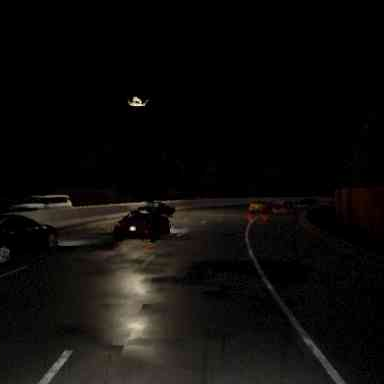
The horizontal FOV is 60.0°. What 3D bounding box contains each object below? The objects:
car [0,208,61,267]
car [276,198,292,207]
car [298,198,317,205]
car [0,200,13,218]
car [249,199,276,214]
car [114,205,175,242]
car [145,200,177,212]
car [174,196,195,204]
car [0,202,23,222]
[{"bbox_3d":[-6.450,1.519,11.479,1.837,1.490,4.892,0,0,4],"label":"car"},{"bbox_3d":[14.230,1.590,51.995,1.812,1.442,4.674,0,0,33],"label":"car"},{"bbox_3d":[21.644,1.680,61.901,1.895,1.301,4.718,0,0,42],"label":"car"},{"bbox_3d":[-18.046,1.513,28.582,1.882,1.535,5.008,0,0,14],"label":"car"},{"bbox_3d":[7.552,1.501,36.309,1.801,1.575,5.366,0,0,22],"label":"car"},{"bbox_3d":[-2.341,1.584,16.592,1.994,1.385,4.181,0,0,7],"label":"car"},{"bbox_3d":[-3.141,1.584,29.863,2.033,1.411,5.357,0,0,16],"label":"car"},{"bbox_3d":[-1.510,1.606,66.033,1.812,1.442,4.674,0,0,33],"label":"car"},{"bbox_3d":[-15.223,1.556,25.165,1.812,1.442,4.674,0,0,12],"label":"car"}]
